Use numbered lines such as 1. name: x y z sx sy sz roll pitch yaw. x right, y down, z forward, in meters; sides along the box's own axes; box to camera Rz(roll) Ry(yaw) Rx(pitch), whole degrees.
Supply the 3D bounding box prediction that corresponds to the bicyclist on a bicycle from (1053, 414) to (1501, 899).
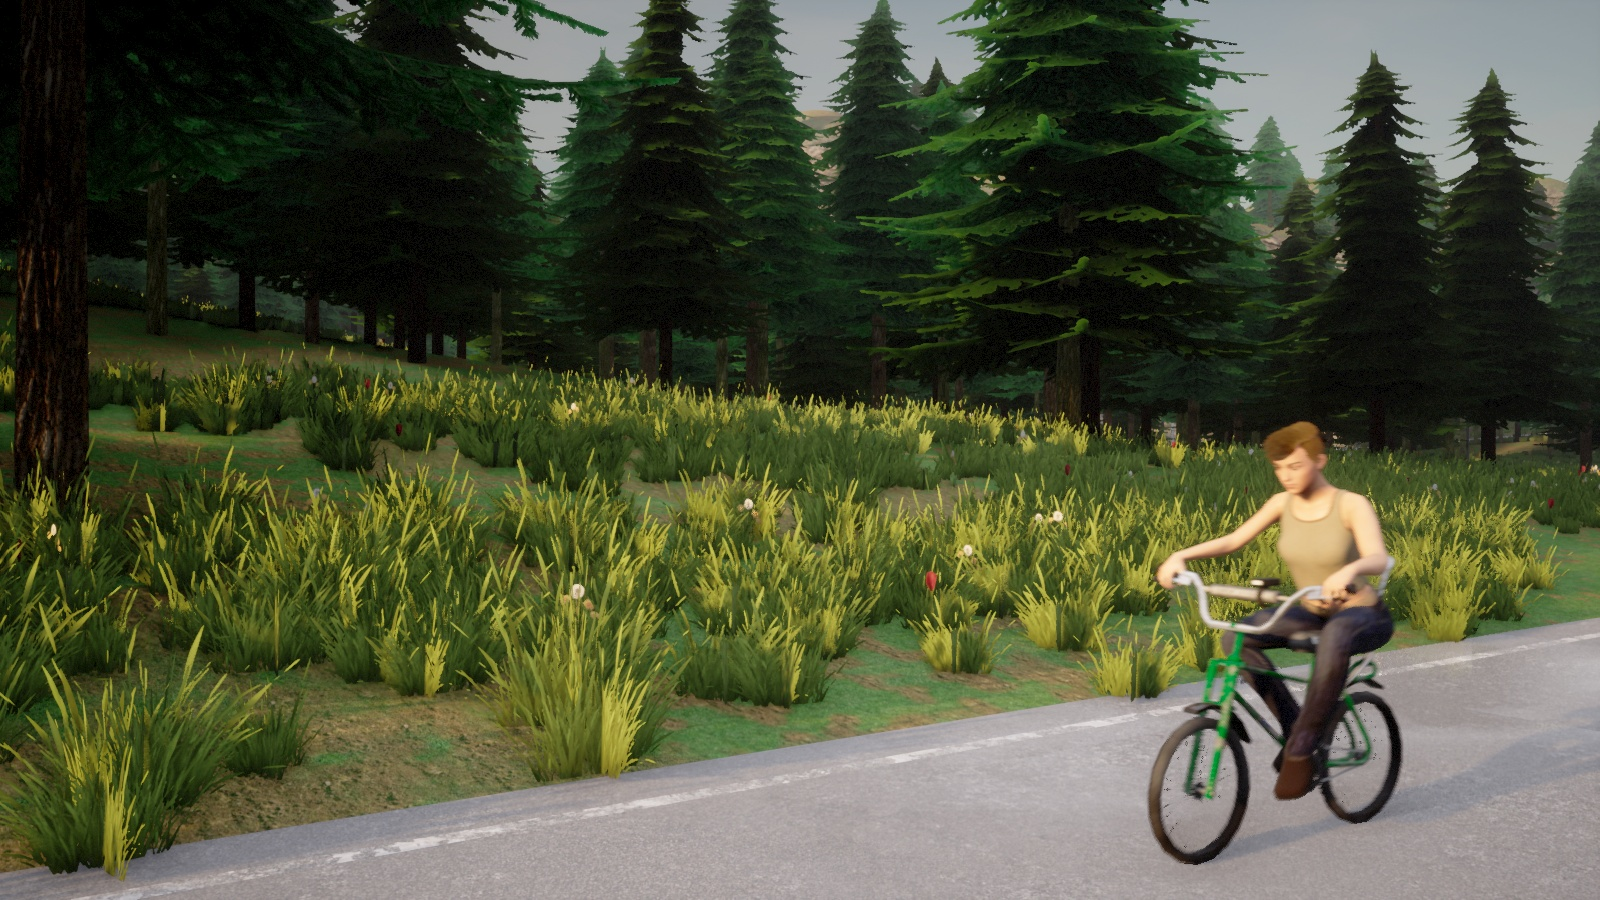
1. bicyclist on a bicycle: 1.829 0.689 4.797 1.509 1.612 0.866 0 0 -32
